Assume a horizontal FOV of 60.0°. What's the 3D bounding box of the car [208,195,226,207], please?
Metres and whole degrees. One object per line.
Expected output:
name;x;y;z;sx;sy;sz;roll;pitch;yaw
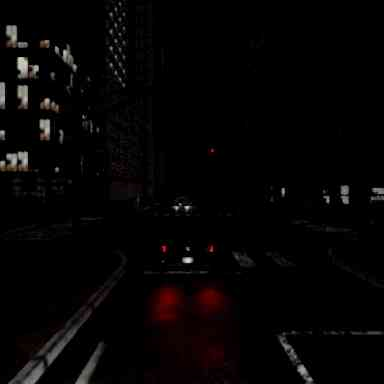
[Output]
car;3.874;1.505;48.418;1.947;1.339;4.313;0;0;0

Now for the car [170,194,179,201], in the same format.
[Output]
car;-4.237;1.301;81.539;1.967;1.590;4.097;0;0;0

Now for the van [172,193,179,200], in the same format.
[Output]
van;-4.267;1.188;87.066;1.690;1.788;3.998;0;0;0

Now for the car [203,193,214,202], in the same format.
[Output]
car;3.704;1.205;70.526;2.192;1.841;5.009;0;0;0

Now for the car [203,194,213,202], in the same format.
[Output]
car;3.674;1.315;76.054;1.967;1.590;4.097;0;0;0

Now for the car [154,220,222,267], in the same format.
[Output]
car;-0.263;1.589;11.334;1.895;1.301;4.718;0;0;-4

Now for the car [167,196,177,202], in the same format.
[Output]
car;-4.176;1.456;70.483;1.947;1.339;4.313;0;0;0

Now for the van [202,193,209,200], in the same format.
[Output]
van;3.613;1.187;87.109;1.690;1.788;3.998;0;0;0

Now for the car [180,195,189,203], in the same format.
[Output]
car;-1.602;1.418;68.775;1.812;1.442;4.674;0;0;0

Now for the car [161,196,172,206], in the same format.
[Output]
car;-4.086;1.510;53.901;1.802;1.307;4.206;0;0;0

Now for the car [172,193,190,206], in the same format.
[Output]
car;-1.584;1.154;52.919;2.150;2.045;5.566;0;0;0
